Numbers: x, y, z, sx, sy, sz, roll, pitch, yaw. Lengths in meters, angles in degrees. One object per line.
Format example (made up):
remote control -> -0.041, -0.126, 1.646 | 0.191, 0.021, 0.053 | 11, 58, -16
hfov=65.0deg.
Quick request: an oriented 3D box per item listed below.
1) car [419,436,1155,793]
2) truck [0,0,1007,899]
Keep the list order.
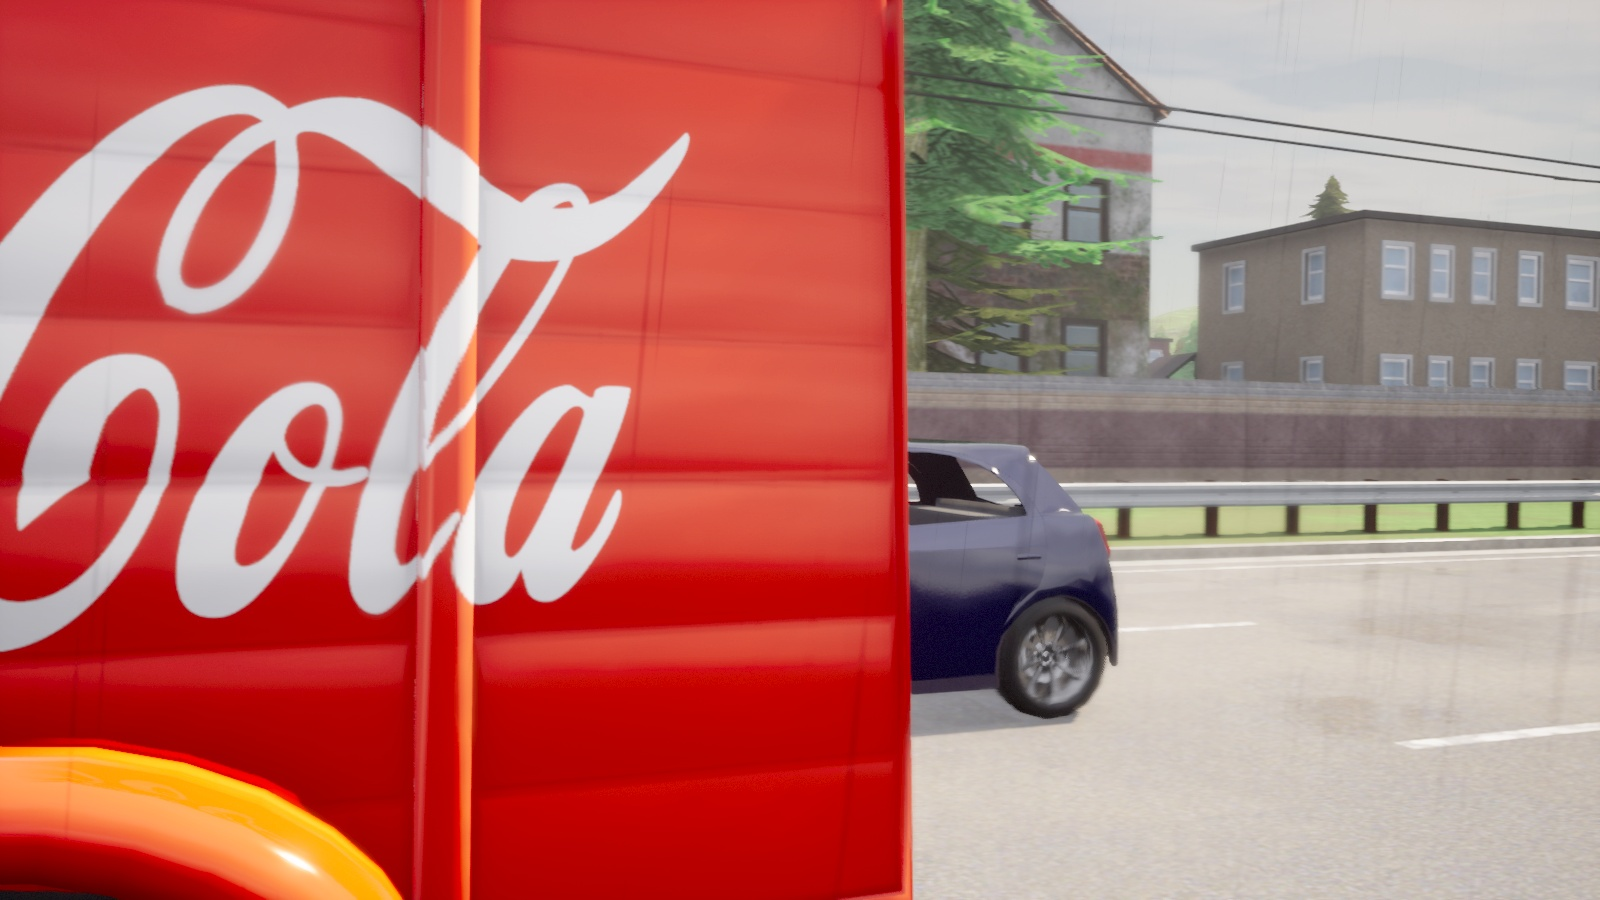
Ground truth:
car -> -0.136, 0.696, 6.922 | 3.633, 1.501, 1.845 | -1, 1, -20
truck -> -2.585, 0.301, 2.212 | 5.204, 2.467, 2.627 | -1, 1, -22
